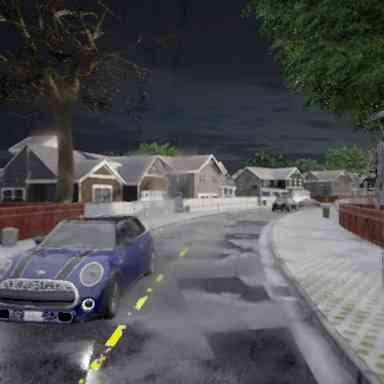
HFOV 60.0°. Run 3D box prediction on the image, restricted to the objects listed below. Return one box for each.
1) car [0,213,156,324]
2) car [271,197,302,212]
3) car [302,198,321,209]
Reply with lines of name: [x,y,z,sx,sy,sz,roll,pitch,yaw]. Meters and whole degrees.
car: [-2.229,1.341,7.416,2.097,1.767,4.553,0,0,6]
car: [11.039,1.403,39.353,2.097,1.767,4.553,0,0,32]
car: [16.805,1.617,47.813,2.033,1.411,5.357,0,0,39]
